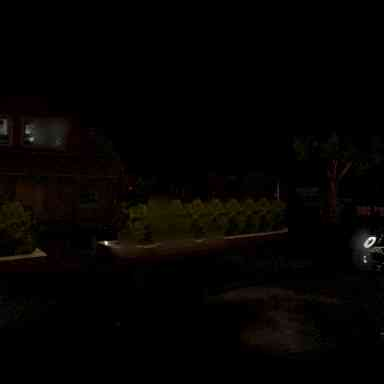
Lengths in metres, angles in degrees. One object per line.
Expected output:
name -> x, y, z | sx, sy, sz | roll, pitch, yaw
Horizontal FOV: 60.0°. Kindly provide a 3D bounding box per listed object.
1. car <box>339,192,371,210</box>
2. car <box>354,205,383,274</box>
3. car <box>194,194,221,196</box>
car -> 17.452, 0.985, 36.235 | 3.866, 1.878, 1.905 | 0, 0, 0
car -> 6.798, 1.352, 9.438 | 4.553, 1.767, 2.097 | 0, 0, -35
car -> 1.831, 1.221, 30.197 | 2.150, 2.045, 5.566 | 0, 0, -35
